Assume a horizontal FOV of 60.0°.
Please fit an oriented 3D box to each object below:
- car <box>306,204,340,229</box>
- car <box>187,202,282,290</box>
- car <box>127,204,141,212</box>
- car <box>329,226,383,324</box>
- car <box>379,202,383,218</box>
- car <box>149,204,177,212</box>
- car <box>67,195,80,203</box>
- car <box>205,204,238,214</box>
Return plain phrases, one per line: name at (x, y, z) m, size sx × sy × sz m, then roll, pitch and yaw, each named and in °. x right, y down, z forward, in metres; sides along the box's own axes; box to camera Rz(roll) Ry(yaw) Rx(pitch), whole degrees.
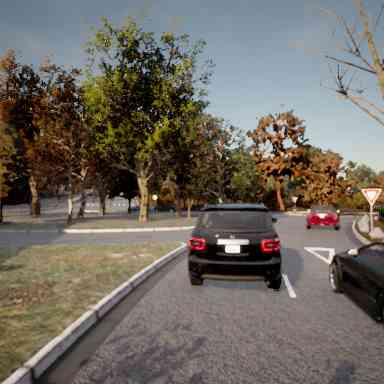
car at (9.619, 1.721, 24.268) m, size 2.097 × 1.767 × 4.553 m, roll -1°, pitch -2°, yaw 25°
car at (1.279, 1.299, 9.563) m, size 2.150 × 2.045 × 5.566 m, roll 0°, pitch -1°, yaw 9°
car at (-9.012, 2.930, 60.591) m, size 5.357 × 1.411 × 2.033 m, roll 0°, pitch -2°, yaw 1°
car at (4.077, 1.598, 6.257) m, size 1.994 × 1.385 × 4.181 m, roll 0°, pitch -1°, yaw 6°
car at (26.675, 2.321, 42.901) m, size 5.566 × 2.045 × 2.150 m, roll 2°, pitch -3°, yaw -27°
car at (-4.281, 2.785, 56.840) m, size 4.892 × 1.490 × 1.837 m, roll -1°, pitch -2°, yaw 26°
car at (-31.377, 2.206, 86.803) m, size 1.946 × 1.575 × 5.366 m, roll 0°, pitch 2°, yaw -11°
car at (4.496, 2.628, 51.521) m, size 2.128 × 1.511 × 4.902 m, roll 1°, pitch -2°, yaw -42°
